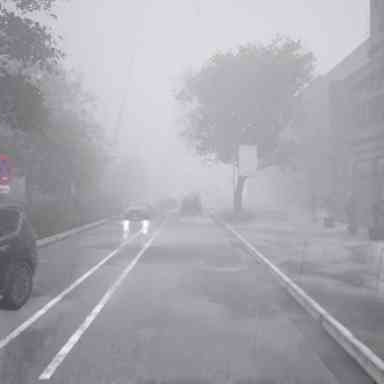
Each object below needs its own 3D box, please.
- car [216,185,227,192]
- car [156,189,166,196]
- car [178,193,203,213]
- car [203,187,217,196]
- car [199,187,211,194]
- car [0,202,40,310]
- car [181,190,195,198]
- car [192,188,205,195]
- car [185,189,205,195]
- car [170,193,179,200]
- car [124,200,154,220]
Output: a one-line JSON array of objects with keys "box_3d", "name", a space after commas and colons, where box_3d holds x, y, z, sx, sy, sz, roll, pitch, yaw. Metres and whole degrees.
[{"box_3d": [7.519, -0.828, 91.790, 2.097, 1.767, 4.553, 0, 3, 19], "name": "car"}, {"box_3d": [-7.344, -0.011, 79.206, 1.882, 1.535, 5.008, 0, 3, 5], "name": "car"}, {"box_3d": [-0.108, 1.239, 35.939, 2.097, 1.767, 4.553, 0, 0, 0], "name": "car"}, {"box_3d": [4.253, 0.098, 80.376, 1.994, 1.385, 4.181, 0, 3, 14], "name": "car"}, {"box_3d": [3.551, -0.477, 91.112, 2.097, 1.535, 5.008, 0, 3, 18], "name": "car"}, {"box_3d": [-4.326, 1.212, 4.816, 2.150, 2.045, 5.566, 0, 0, 1], "name": "car"}, {"box_3d": [-0.866, 0.497, 73.420, 2.002, 1.452, 4.674, -1, 3, 11], "name": "car"}, {"box_3d": [1.773, -0.154, 85.048, 2.231, 1.521, 4.892, 0, 3, 16], "name": "car"}, {"box_3d": [0.530, 1.021, 55.474, 2.150, 2.045, 5.566, 0, 1, 4], "name": "car"}, {"box_3d": [-2.996, 1.307, 56.910, 2.002, 1.452, 4.674, -2, 2, 4], "name": "car"}, {"box_3d": [-4.287, 1.444, 27.638, 1.812, 1.442, 4.674, 0, 0, 2], "name": "car"}]
